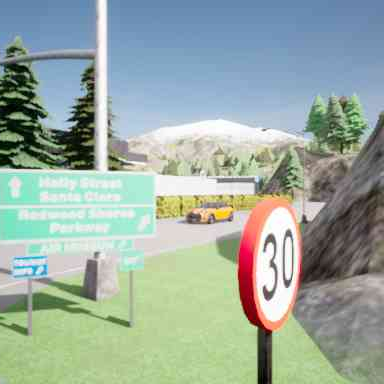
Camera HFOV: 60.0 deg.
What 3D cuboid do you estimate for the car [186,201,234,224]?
[{"bbox_3d":[1.489,1.553,26.766,2.097,1.767,4.553,0,0,36],"label":"car"}]

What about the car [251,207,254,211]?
[{"bbox_3d":[8.170,1.802,35.970,1.895,1.301,4.718,0,0,36],"label":"car"}]
